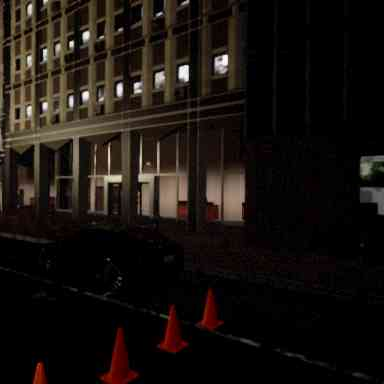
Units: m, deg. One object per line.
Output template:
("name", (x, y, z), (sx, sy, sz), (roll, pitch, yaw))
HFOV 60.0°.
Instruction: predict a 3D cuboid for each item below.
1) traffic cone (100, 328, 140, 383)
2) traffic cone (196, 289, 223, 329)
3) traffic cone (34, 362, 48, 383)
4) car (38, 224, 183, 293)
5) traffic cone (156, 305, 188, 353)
("traffic cone", (-0.863, 1.926, 3.985), (0.340, 0.580, 0.340), (1, 0, 36))
("traffic cone", (0.306, 1.927, 5.608), (0.340, 0.580, 0.340), (1, 0, 36))
("traffic cone", (-1.448, 1.926, 3.174), (0.340, 0.580, 0.340), (1, 0, 36))
("car", (-2.198, 1.499, 8.602), (4.313, 1.339, 1.947), (1, 0, 36))
("traffic cone", (-0.279, 1.927, 4.796), (0.340, 0.580, 0.340), (1, 0, 36))
